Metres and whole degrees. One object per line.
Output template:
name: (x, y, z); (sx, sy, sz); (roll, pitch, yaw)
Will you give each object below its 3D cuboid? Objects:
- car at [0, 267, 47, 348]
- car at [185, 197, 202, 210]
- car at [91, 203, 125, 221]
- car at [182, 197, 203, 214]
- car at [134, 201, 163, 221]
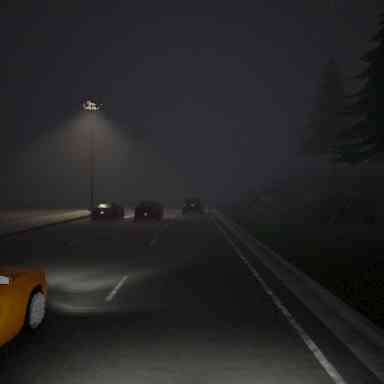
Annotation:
car: (-3.403, 1.477, 3.711); (1.882, 1.535, 5.008); (0, 0, 0)
car: (0.247, 1.485, 44.098); (2.128, 1.511, 4.902); (0, 0, 2)
car: (-6.900, 1.559, 27.566); (1.994, 1.385, 4.181); (0, 0, 0)
car: (0.096, 1.347, 34.886); (2.097, 1.767, 4.553); (0, 0, 0)
car: (-3.400, 1.474, 26.838); (1.882, 1.535, 5.008); (0, 0, 0)
